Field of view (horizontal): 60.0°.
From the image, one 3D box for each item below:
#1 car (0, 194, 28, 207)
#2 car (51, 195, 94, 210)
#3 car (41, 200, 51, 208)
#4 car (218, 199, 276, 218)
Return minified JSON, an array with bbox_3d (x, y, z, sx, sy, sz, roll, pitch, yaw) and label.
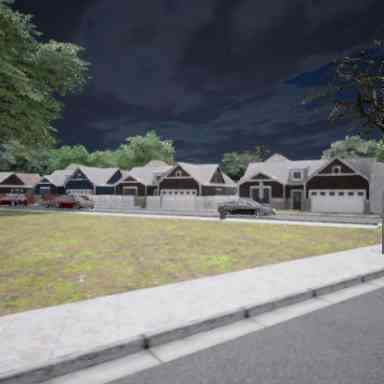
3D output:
[{"bbox_3d":[-25.361,1.128,47.041,4.553,1.767,2.097,0,0,27],"label":"car"},{"bbox_3d":[-13.248,1.172,37.586,4.553,1.767,2.097,0,0,28],"label":"car"},{"bbox_3d":[-16.832,1.357,42.682,5.357,1.411,2.033,0,0,28],"label":"car"},{"bbox_3d":[4.566,1.383,28.009,4.902,1.511,2.128,0,0,29],"label":"car"}]
